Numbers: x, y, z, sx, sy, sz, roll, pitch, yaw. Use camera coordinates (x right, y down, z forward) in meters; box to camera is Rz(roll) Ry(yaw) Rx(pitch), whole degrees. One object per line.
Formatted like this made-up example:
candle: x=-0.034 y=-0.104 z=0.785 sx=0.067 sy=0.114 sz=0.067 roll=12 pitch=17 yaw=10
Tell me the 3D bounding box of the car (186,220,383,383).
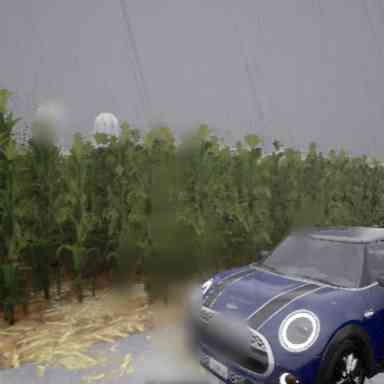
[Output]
car: x=2.124 y=1.366 z=5.010 sx=4.553 sy=1.767 sz=2.097 roll=0 pitch=0 yaw=-35
